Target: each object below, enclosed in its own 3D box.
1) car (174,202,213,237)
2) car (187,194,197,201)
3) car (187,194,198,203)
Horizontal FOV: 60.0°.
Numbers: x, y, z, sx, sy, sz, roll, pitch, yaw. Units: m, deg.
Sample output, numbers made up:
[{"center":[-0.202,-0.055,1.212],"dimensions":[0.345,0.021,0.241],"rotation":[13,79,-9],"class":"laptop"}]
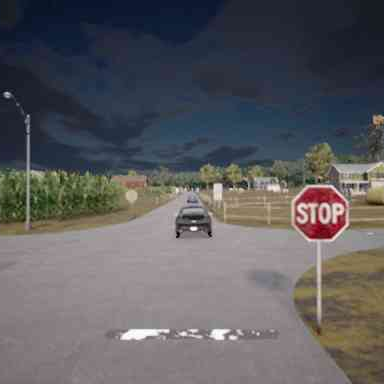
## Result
[{"center":[0.084,1.538,18.391],"dimensions":[1.837,1.490,4.892],"rotation":[-1,-1,0],"class":"car"},{"center":[0.058,1.149,71.716],"dimensions":[2.033,1.411,5.357],"rotation":[0,0,0],"class":"car"},{"center":[0.050,1.397,61.709],"dimensions":[1.994,1.385,4.181],"rotation":[0,0,0],"class":"car"}]
